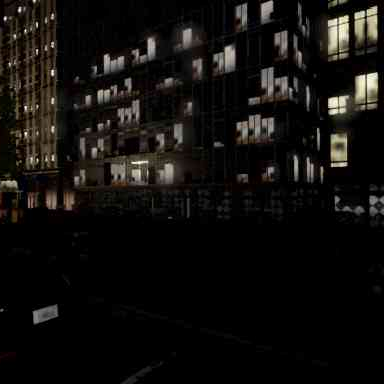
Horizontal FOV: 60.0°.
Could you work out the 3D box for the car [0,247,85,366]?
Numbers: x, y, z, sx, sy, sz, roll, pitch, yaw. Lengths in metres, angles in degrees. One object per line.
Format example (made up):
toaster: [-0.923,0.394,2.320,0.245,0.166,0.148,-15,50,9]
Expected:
car: [-3.528,1.571,5.385,4.313,1.339,1.947,0,0,35]
